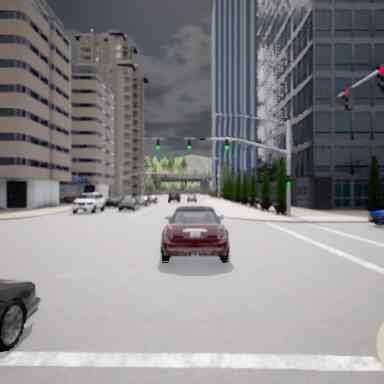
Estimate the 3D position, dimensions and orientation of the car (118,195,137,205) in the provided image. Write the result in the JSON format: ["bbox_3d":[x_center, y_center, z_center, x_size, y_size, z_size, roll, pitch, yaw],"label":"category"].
[{"bbox_3d":[-10.541,1.287,54.755,2.128,1.511,4.902,0,0,1],"label":"car"}]

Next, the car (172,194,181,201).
[{"bbox_3d":[-3.503,1.198,74.952,1.882,1.535,5.008,0,0,0],"label":"car"}]

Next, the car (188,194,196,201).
[{"bbox_3d":[-0.003,1.215,74.482,1.812,1.442,4.674,0,0,0],"label":"car"}]

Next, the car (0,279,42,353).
[{"bbox_3d":[-3.407,1.531,3.014,2.033,1.411,5.357,0,0,0],"label":"car"}]

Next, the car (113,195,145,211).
[{"bbox_3d":[-7.100,1.405,38.124,2.033,1.411,5.357,0,0,0],"label":"car"}]

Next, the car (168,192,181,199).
[{"bbox_3d":[-3.404,0.977,64.086,2.150,2.045,5.566,0,-1,0],"label":"car"}]

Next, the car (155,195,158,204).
[{"bbox_3d":[-7.015,1.276,57.884,2.128,1.511,4.902,0,0,0],"label":"car"}]

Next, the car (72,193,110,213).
[{"bbox_3d":[-10.600,1.093,34.609,2.150,2.045,5.566,0,0,0],"label":"car"}]

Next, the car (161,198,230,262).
[{"bbox_3d":[0.093,1.264,11.915,2.097,1.767,4.553,0,0,0],"label":"car"}]

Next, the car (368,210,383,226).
[{"bbox_3d":[13.293,1.347,20.014,5.008,1.535,1.882,0,0,1],"label":"car"}]

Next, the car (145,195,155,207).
[{"bbox_3d":[-7.082,1.314,47.636,2.128,1.511,4.902,0,0,0],"label":"car"}]

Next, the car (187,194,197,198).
[{"bbox_3d":[-0.002,1.317,65.988,1.994,1.385,4.181,0,0,0],"label":"car"}]

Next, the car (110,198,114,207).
[{"bbox_3d":[-10.593,1.435,44.378,1.895,1.301,4.718,0,0,0],"label":"car"}]
